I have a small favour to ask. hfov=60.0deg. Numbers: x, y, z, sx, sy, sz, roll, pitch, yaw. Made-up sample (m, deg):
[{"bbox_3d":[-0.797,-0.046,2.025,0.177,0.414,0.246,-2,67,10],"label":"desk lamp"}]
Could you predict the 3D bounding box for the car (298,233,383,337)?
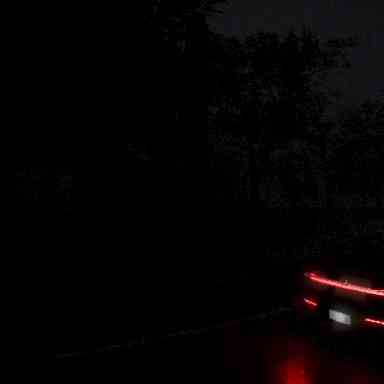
[{"bbox_3d":[3.931,1.513,6.066,4.902,1.511,2.128,0,0,-38],"label":"car"}]
